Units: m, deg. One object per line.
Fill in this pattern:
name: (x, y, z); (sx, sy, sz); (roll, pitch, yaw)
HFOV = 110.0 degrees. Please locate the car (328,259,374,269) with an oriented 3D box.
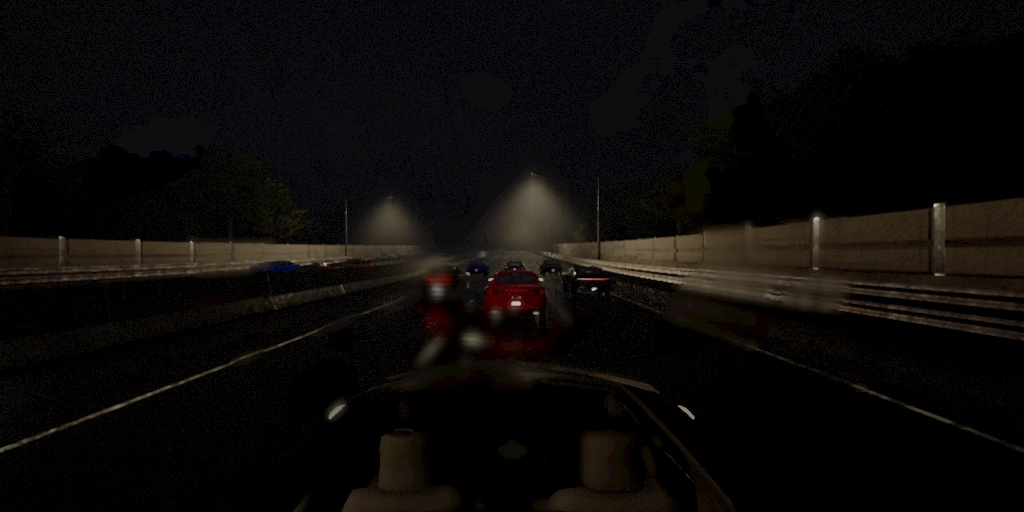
car: (-13.951, 1.031, 31.939); (2.097, 1.767, 4.553); (0, 1, 0)

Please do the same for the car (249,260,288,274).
car: (-20.952, 1.156, 31.892); (1.882, 1.535, 5.008); (0, 1, 0)

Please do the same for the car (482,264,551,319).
car: (0.143, 1.241, 12.971); (1.882, 1.535, 5.008); (0, 0, 0)

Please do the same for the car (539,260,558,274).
car: (3.760, 1.117, 35.080); (1.882, 1.535, 5.008); (0, 1, 0)

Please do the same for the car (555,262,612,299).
car: (3.676, 1.256, 18.357); (2.128, 1.511, 4.902); (0, 0, 0)

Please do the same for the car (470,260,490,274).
car: (-3.240, 1.116, 35.130); (1.882, 1.535, 5.008); (0, 1, 0)

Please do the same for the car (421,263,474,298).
car: (-3.323, 1.268, 18.511); (1.837, 1.490, 4.892); (0, 0, 0)

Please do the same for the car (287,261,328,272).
car: (-17.451, 1.243, 31.881); (1.994, 1.385, 4.181); (0, 1, 0)

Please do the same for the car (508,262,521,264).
car: (0.255, 1.213, 34.329); (1.994, 1.385, 4.181); (0, 1, 0)
